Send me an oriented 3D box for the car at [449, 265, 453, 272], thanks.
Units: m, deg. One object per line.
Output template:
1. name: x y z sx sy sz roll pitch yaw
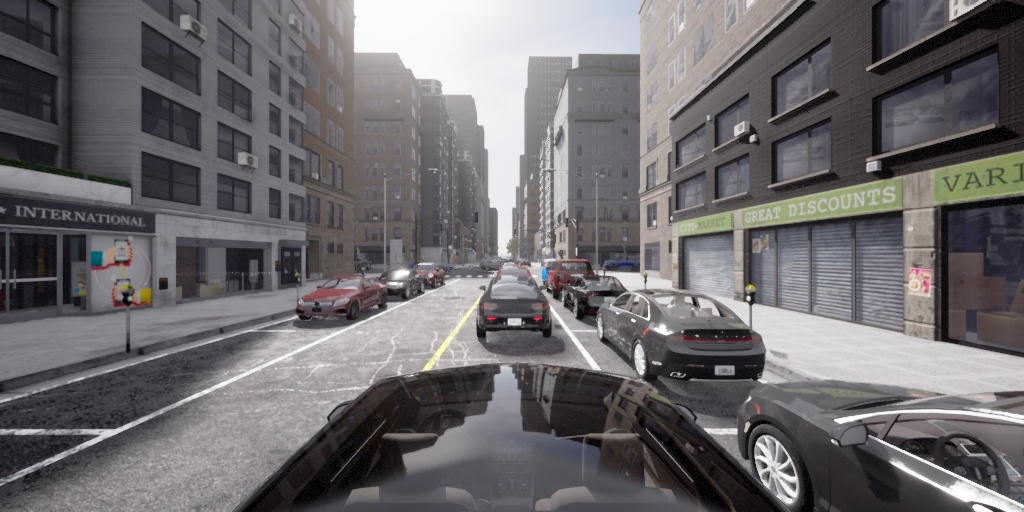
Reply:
1. car: -9.131 1.224 40.277 5.008 1.535 1.882 0 0 0

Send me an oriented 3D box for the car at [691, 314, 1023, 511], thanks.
1. car: 2.859 1.300 1.470 2.007 1.370 4.403 0 0 0

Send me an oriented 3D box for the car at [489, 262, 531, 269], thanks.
1. car: 0.089 1.226 17.574 1.882 1.535 5.008 0 0 0

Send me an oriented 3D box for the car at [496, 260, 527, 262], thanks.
1. car: 0.048 1.252 27.746 1.837 1.490 4.892 0 0 2

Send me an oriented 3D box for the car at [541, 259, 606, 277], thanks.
1. car: 2.849 1.063 18.041 2.192 1.841 5.009 0 0 0

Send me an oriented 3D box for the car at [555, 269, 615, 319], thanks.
1. car: 2.852 1.314 12.517 1.948 1.339 4.313 0 0 0

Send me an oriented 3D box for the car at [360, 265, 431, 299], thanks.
1. car: -5.677 1.314 18.029 1.948 1.339 4.313 0 0 0

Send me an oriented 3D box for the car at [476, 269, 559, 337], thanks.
1. car: 0.032 1.275 10.156 1.812 1.442 4.674 0 0 -1

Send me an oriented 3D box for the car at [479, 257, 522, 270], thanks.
1. car: -1.512 1.233 43.577 4.902 1.511 2.128 0 0 0

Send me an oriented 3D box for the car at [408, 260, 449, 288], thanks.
1. car: -5.680 1.187 23.554 1.967 1.591 4.097 0 0 0

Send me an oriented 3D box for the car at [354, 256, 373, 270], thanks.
1. car: -19.805 0.985 43.463 5.566 2.045 2.150 0 0 0

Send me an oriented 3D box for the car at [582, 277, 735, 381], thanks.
1. car: 2.856 1.300 6.993 2.007 1.370 4.403 0 0 0

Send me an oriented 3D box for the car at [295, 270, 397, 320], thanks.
1. car: -5.673 1.331 12.504 1.802 1.307 4.207 0 0 0

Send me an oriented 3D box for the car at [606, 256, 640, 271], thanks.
1. car: 14.804 0.954 47.105 5.566 2.045 2.150 0 0 1
